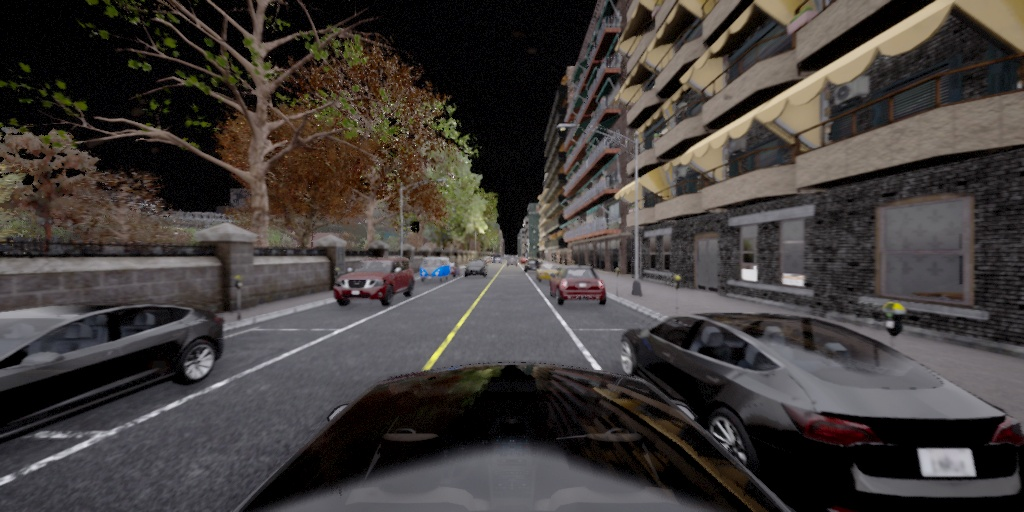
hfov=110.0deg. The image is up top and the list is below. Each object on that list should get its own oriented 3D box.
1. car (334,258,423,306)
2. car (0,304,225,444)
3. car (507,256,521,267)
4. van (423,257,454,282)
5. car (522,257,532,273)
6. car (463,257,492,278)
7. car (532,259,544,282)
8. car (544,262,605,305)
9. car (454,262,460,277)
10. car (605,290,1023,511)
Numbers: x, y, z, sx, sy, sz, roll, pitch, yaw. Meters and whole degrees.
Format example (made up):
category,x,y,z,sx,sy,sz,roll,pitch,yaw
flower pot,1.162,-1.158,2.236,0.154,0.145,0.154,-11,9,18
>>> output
category,x,y,z,sx,sy,sz,roll,pitch,yaw
car,-5.686,0.997,15.562,2.192,1.841,5.009,0,0,0
car,-5.689,1.303,4.302,1.948,1.339,4.313,0,0,0
car,0.010,1.044,60.010,2.033,1.411,5.357,0,0,0
van,-5.684,0.972,26.822,1.690,1.789,3.998,0,0,0
car,2.359,1.099,40.470,1.812,1.442,4.674,0,0,0
car,-3.090,1.115,31.698,1.837,1.490,4.892,0,0,0
car,2.696,1.156,26.991,1.751,1.417,4.829,0,0,0
car,2.694,1.121,15.560,1.967,1.591,4.097,0,0,0
car,-5.684,1.189,32.452,1.802,1.307,4.207,0,0,0
car,2.692,1.302,4.301,1.948,1.339,4.313,0,0,0
